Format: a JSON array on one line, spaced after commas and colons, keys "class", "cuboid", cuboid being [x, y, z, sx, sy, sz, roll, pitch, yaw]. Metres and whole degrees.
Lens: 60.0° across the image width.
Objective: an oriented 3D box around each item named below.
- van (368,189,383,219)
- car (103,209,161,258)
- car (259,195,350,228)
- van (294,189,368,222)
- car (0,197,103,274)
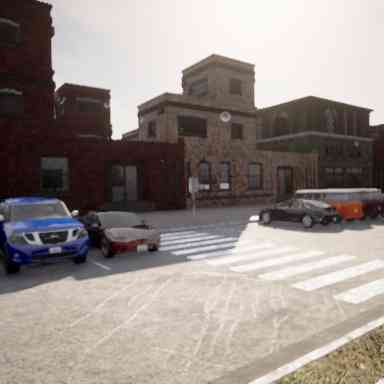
[{"class": "van", "cuboid": [10.484, 0.782, 22.614, 1.878, 1.987, 4.442, -2, 1, -35]}, {"class": "car", "cuboid": [-3.018, 1.441, 12.843, 2.163, 1.488, 4.792, -2, 1, -35]}, {"class": "car", "cuboid": [6.029, 1.144, 19.298, 2.231, 1.521, 4.892, -2, 1, -35]}, {"class": "van", "cuboid": [8.218, 0.850, 21.006, 1.878, 1.987, 4.442, -2, 1, -35]}, {"class": "car", "cuboid": [-5.290, 1.227, 11.231, 2.435, 2.045, 5.566, -2, 1, -35]}]
